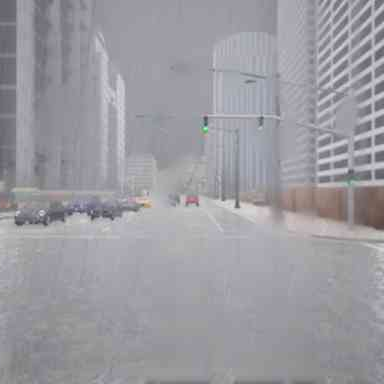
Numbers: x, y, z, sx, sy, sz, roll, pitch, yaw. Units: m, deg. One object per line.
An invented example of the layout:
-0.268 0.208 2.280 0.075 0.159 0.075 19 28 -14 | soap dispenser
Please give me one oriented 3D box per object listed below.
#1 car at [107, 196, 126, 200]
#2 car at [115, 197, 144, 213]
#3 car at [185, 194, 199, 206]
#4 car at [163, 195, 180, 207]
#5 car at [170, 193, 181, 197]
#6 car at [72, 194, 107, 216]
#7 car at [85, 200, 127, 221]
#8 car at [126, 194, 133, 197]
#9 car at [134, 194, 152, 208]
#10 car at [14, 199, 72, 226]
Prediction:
-10.542 1.594 43.453 2.033 1.411 5.357 0 0 0 | car
-7.080 1.605 38.048 1.994 1.385 4.181 0 0 0 | car
0.019 1.280 54.668 2.150 2.045 5.566 0 0 0 | car
-3.366 1.602 50.882 2.033 1.411 5.357 0 0 -1 | car
-3.477 1.291 65.742 2.150 2.045 5.566 0 0 0 | car
-10.568 1.257 33.201 2.150 2.045 5.566 0 0 0 | car
-7.089 1.631 28.044 1.895 1.301 4.718 0 0 0 | car
-10.481 1.410 53.683 2.097 1.767 4.553 0 0 0 | car
-7.003 1.530 48.498 1.882 1.535 5.008 0 0 0 | car
-10.591 1.378 23.617 2.097 1.767 4.553 0 0 0 | car
